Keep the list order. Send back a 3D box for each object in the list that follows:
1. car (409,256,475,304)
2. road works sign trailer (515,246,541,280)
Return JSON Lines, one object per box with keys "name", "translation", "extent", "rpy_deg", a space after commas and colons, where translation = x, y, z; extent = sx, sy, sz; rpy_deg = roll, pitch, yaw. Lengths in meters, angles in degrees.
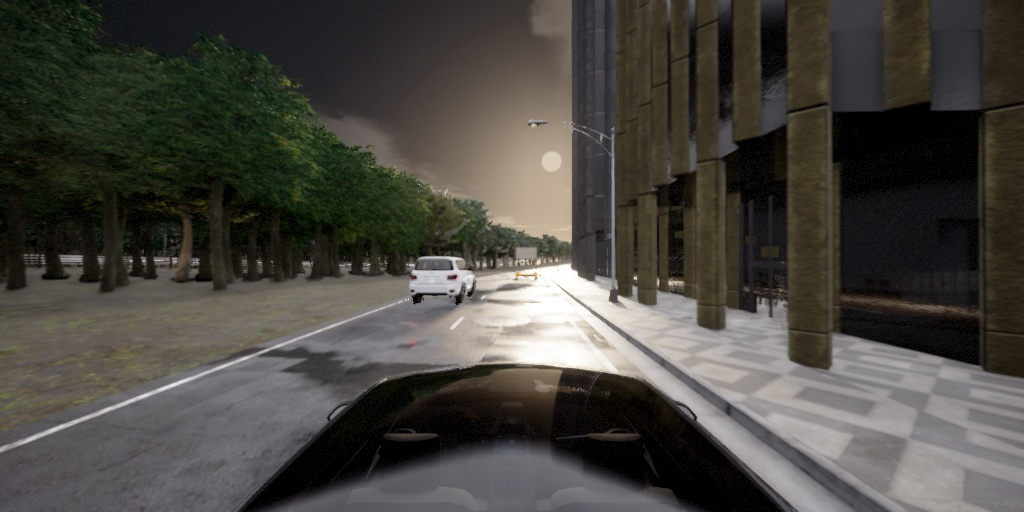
{"name": "car", "translation": [-3.126, 1.056, 17.026], "extent": [2.150, 2.045, 5.566], "rpy_deg": [0, -1, 2]}
{"name": "road works sign trailer", "translation": [1.499, 0.708, 38.263], "extent": [2.380, 3.560, 2.880], "rpy_deg": [0, 0, -1]}
